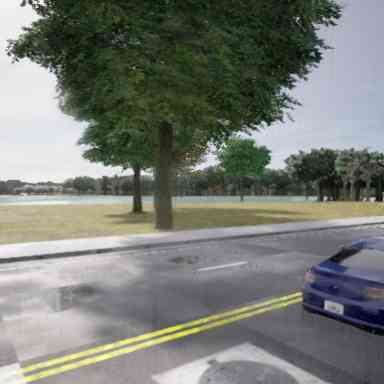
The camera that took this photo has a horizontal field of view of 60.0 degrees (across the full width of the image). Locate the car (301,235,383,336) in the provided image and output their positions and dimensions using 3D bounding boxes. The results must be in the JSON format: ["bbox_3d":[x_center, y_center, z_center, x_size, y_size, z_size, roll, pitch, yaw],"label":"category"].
[{"bbox_3d":[3.985,1.564,6.291,4.674,1.442,1.812,0,0,-36],"label":"car"}]
